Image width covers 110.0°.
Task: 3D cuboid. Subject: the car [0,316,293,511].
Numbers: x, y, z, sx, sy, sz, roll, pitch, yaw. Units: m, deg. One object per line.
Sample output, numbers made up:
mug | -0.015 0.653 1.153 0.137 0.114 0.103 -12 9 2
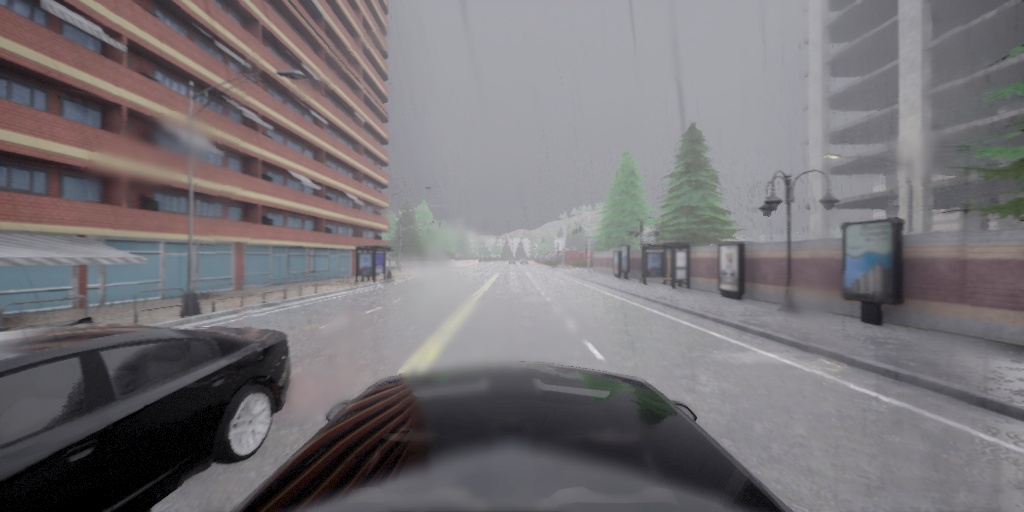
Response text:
car | -3.499 1.278 2.109 1.882 1.535 5.008 0 1 0
